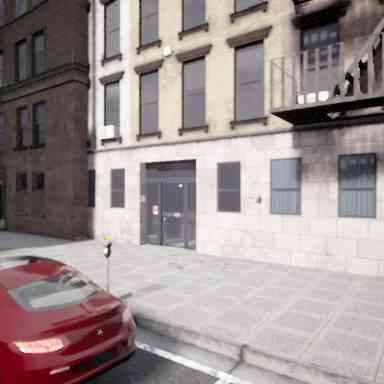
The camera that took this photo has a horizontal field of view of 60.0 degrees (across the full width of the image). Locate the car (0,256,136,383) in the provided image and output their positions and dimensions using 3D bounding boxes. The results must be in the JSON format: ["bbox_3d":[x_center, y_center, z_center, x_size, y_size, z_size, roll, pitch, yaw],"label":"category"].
[{"bbox_3d":[-2.617,1.582,4.684,4.206,1.307,1.802,0,0,36],"label":"car"}]
